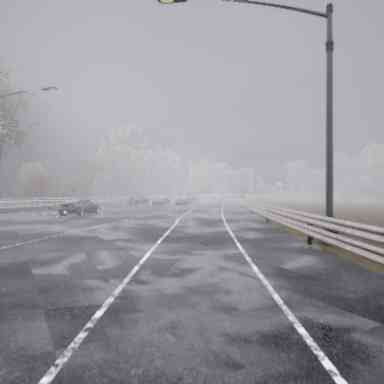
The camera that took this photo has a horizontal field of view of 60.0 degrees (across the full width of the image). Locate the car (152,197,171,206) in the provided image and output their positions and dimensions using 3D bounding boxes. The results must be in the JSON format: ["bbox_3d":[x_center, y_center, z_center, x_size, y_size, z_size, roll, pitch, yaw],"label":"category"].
[{"bbox_3d":[-4.771,1.432,52.530,1.994,1.385,4.181,0,0,12],"label":"car"}]

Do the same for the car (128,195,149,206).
[{"bbox_3d":[-8.347,1.219,52.573,2.097,1.767,4.553,0,0,12],"label":"car"}]

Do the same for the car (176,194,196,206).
[{"bbox_3d":[-1.217,1.432,52.439,1.994,1.385,4.181,0,0,12],"label":"car"}]

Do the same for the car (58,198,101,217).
[{"bbox_3d":[-9.463,1.322,28.351,1.837,1.490,4.892,0,0,10],"label":"car"}]

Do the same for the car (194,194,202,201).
[{"bbox_3d":[0.264,1.273,74.925,2.097,1.767,4.553,0,0,14],"label":"car"}]
